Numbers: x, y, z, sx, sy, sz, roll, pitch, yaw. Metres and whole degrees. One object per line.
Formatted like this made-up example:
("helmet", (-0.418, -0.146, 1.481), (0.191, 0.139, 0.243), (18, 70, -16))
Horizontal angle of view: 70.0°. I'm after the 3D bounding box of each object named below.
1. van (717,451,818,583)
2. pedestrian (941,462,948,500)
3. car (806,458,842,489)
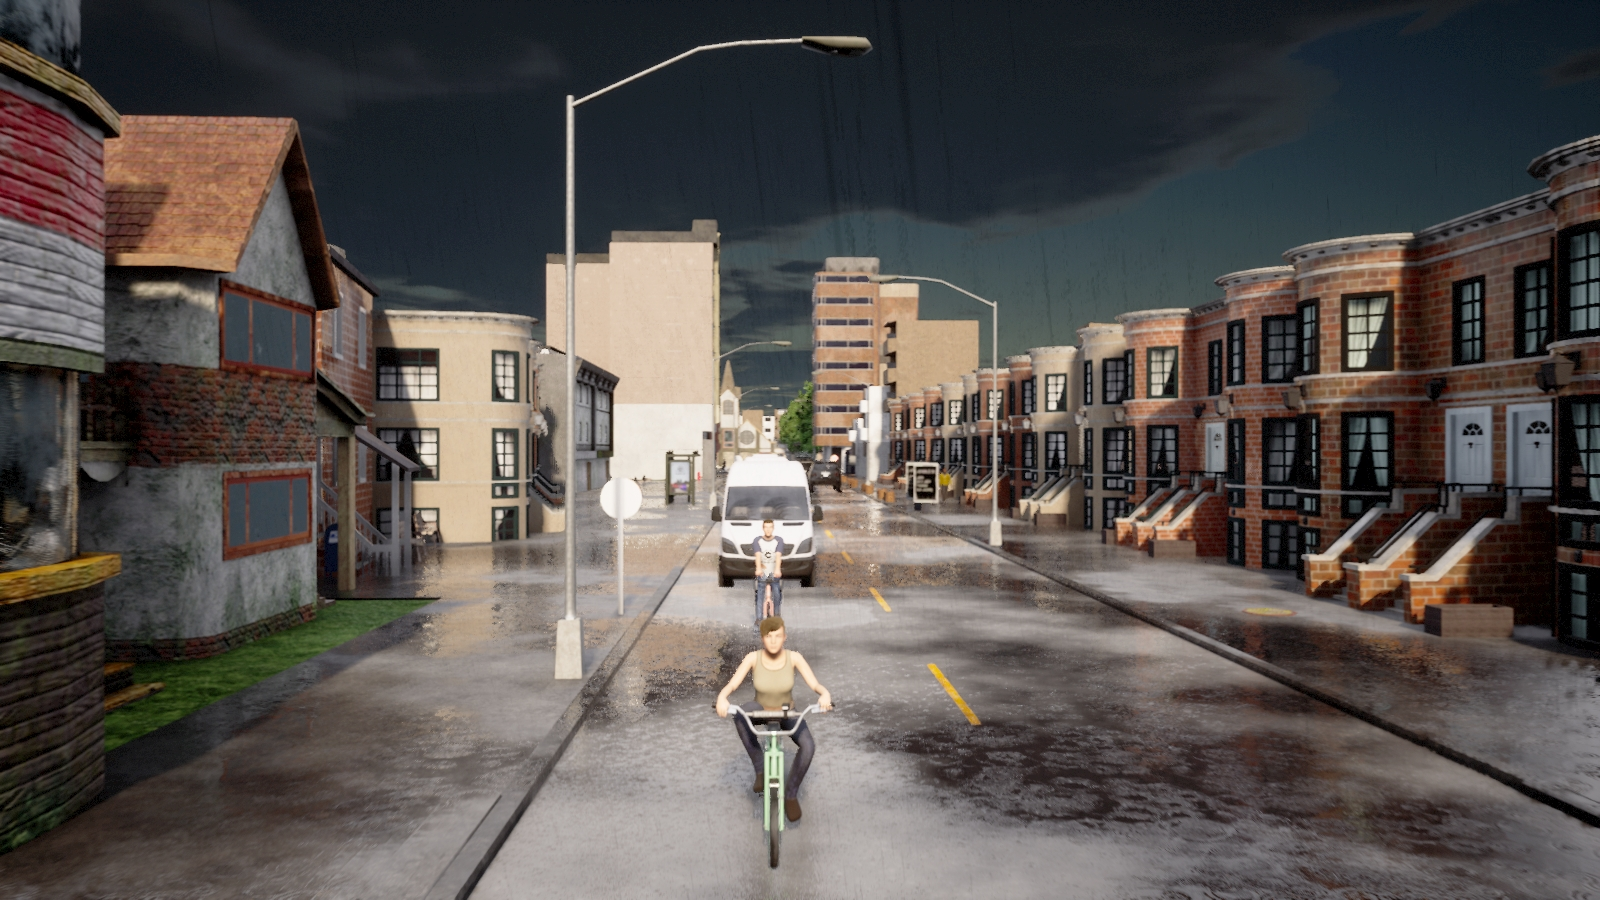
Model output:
("van", (-0.727, 1.314, 25.272), (1.988, 2.561, 5.915), (0, 0, -2))
("pedestrian", (7.184, 1.525, 56.837), (0.375, 1.860, 0.375), (0, 0, 5))
("car", (1.613, 1.559, 77.904), (2.150, 2.045, 5.566), (0, 0, -2))
